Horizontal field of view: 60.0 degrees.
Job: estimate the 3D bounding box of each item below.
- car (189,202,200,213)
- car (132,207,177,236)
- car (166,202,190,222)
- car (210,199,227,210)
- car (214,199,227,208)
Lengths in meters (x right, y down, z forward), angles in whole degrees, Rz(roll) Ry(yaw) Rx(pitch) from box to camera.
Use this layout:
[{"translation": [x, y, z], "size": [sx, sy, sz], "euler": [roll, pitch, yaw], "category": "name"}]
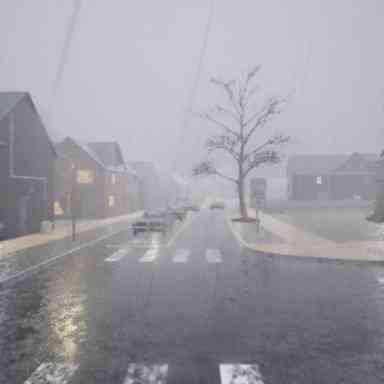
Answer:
[{"translation": [-0.061, 1.975, 43.504], "size": [1.895, 1.301, 4.718], "euler": [0, 0, 7], "category": "car"}, {"translation": [-2.211, 1.766, 19.670], "size": [1.895, 1.301, 4.718], "euler": [0, 0, 3], "category": "car"}, {"translation": [-1.553, 1.850, 29.267], "size": [1.895, 1.301, 4.718], "euler": [0, 0, 5], "category": "car"}, {"translation": [3.745, 2.043, 49.834], "size": [1.895, 1.301, 4.718], "euler": [0, 0, 8], "category": "car"}, {"translation": [5.206, 2.010, 59.861], "size": [1.882, 1.535, 5.008], "euler": [0, -1, 10], "category": "car"}]
